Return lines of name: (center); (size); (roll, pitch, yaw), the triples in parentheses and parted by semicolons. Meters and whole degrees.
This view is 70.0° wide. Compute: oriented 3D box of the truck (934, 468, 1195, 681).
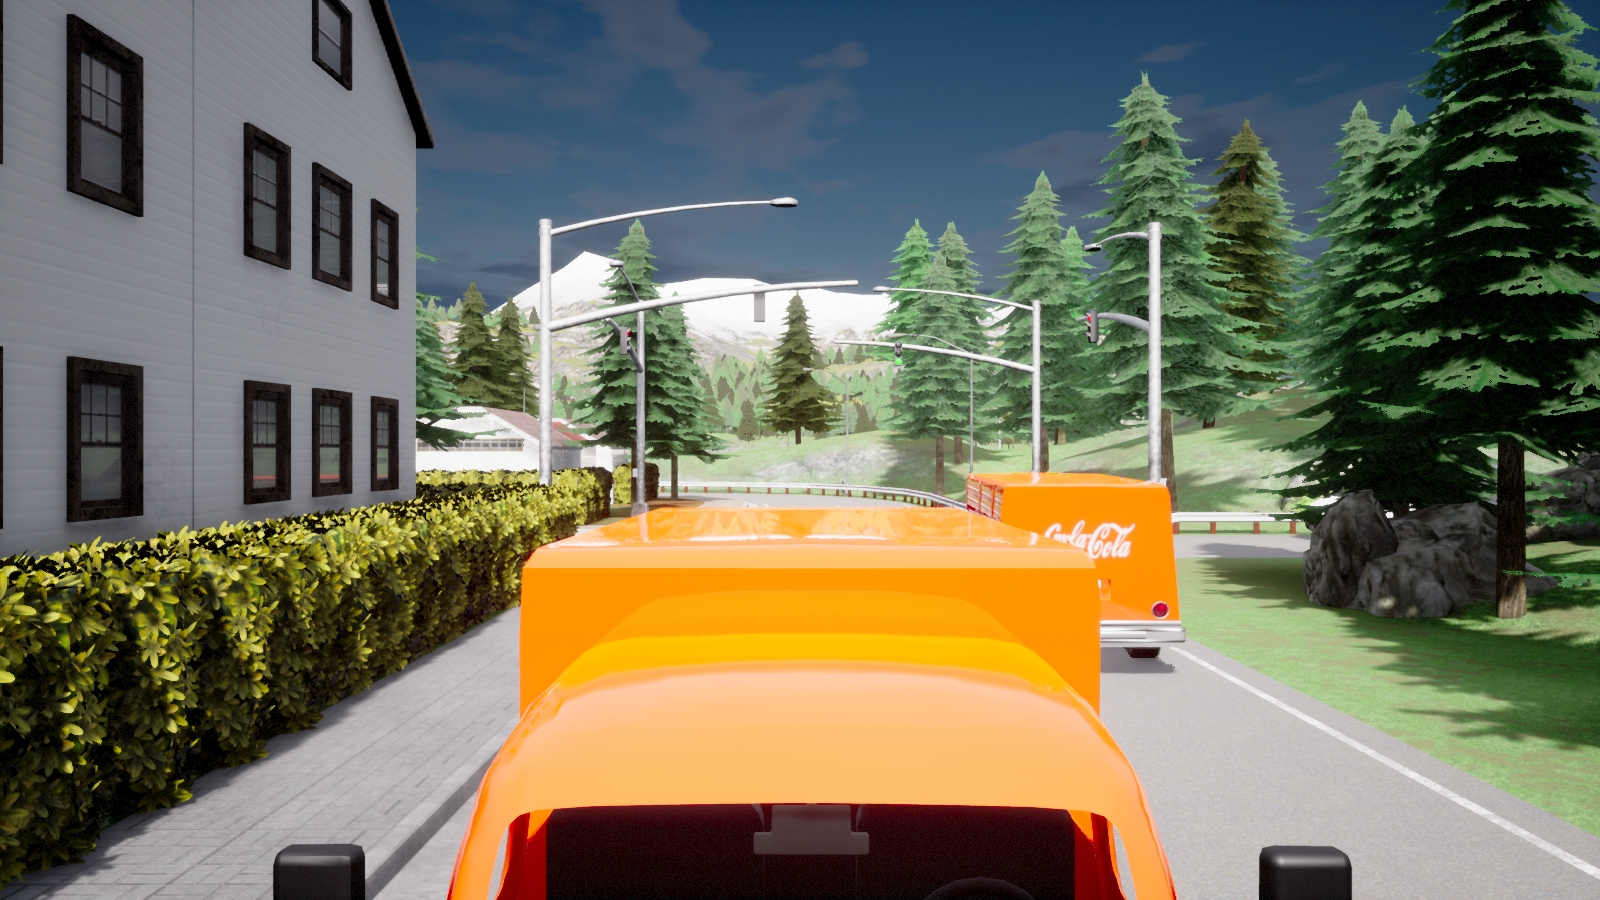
truck: (3.537, 1.557, 16.569); (2.627, 2.467, 5.204); (0, 1, 1)

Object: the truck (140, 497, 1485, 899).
truck: (0.034, 1.546, 4.837); (2.627, 2.467, 5.204); (0, 0, 0)
